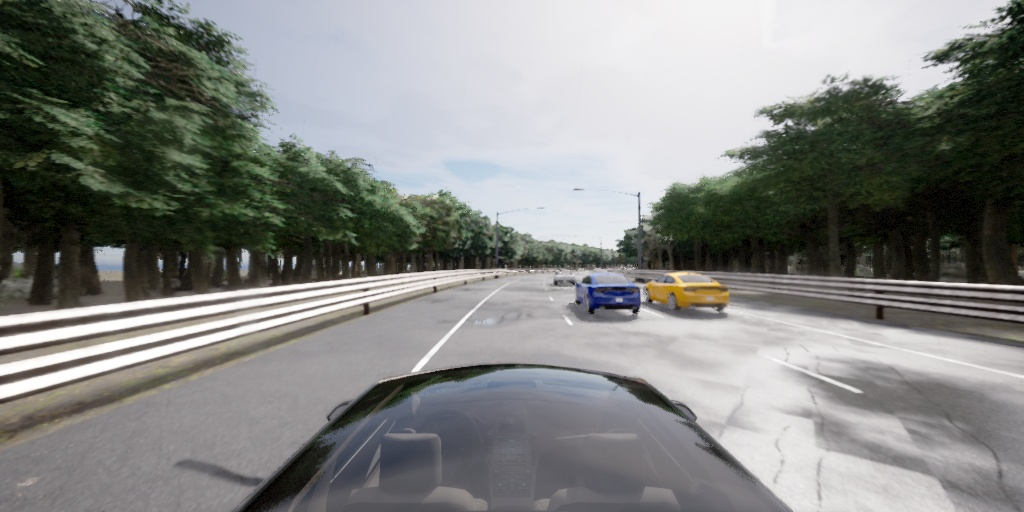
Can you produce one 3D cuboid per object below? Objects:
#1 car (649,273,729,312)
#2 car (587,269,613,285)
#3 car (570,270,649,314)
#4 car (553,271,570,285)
[{"bbox_3d":[7.370,1.472,15.690,1.882,1.535,5.008,0,-1,2],"label":"car"},{"bbox_3d":[8.546,2.046,35.252,1.812,1.442,4.674,0,-2,5],"label":"car"},{"bbox_3d":[3.849,1.453,15.090,1.882,1.535,5.008,0,-1,2],"label":"car"},{"bbox_3d":[4.963,2.092,34.635,1.895,1.301,4.718,0,-2,5],"label":"car"}]
